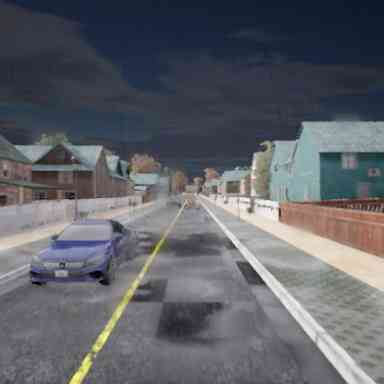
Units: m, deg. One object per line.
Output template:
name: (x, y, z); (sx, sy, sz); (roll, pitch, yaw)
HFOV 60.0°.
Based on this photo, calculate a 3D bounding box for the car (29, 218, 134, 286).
car: (-2.850, 1.530, 9.593); (1.812, 1.442, 4.674); (0, 0, 0)

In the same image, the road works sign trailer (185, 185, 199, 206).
road works sign trailer: (-0.003, 0.462, 55.747); (2.380, 3.560, 2.880); (0, 0, 0)

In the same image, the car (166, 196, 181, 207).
car: (-2.825, 1.352, 51.196); (2.097, 1.767, 4.553); (0, 0, 0)
